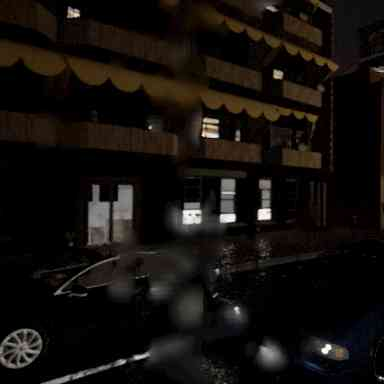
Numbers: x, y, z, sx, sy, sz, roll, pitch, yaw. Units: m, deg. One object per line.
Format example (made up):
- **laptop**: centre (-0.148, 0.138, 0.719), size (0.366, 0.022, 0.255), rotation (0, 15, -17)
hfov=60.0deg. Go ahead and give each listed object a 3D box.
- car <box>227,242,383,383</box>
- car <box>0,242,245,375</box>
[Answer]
- **car**: centre (3.102, 1.606, 5.584), size (5.357, 1.411, 2.033), rotation (1, 0, -35)
- **car**: centre (-1.480, 1.570, 5.504), size (4.403, 1.369, 2.008), rotation (1, 0, -36)
